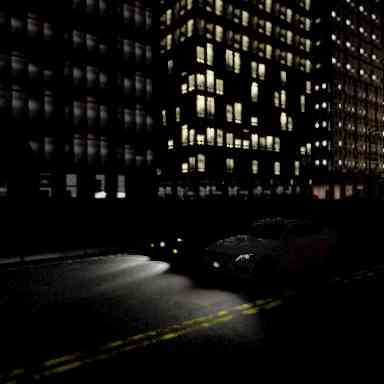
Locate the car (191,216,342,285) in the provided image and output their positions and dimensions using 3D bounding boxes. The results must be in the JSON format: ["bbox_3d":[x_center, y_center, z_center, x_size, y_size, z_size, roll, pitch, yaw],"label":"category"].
[{"bbox_3d":[2.473,1.492,9.557,4.674,1.442,1.812,0,0,-36],"label":"car"}]

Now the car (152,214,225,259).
[{"bbox_3d":[0.630,1.534,12.220,4.181,1.385,1.994,0,0,-36],"label":"car"}]
